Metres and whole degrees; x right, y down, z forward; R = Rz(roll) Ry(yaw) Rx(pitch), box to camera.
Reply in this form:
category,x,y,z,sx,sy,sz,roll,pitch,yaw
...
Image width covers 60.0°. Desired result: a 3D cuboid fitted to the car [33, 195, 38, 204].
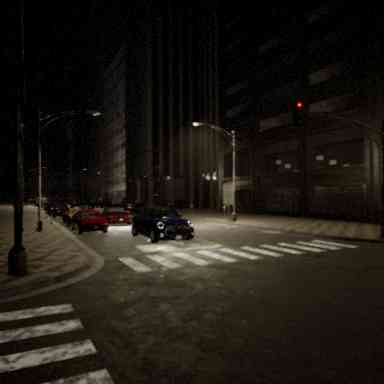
category,x,y,z,sx,sy,sz,roll,pitch,yaw
car,-32.350,2.074,71.385,2.192,1.841,5.009,1,-1,-27

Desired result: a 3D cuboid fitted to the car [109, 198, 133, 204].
category,x,y,z,sx,sy,sz,roll,pitch,yaw
car,-9.321,1.803,45.280,2.192,1.841,5.009,0,-1,-27

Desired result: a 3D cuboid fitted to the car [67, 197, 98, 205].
category,x,y,z,sx,sy,sz,roll,pitch,yaw
car,-13.422,1.690,40.640,2.150,2.045,5.566,0,1,-28

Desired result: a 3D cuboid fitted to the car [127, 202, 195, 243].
category,x,y,z,sx,sy,sz,roll,pitch,yaw
car,-1.636,1.595,17.732,2.097,1.767,4.553,0,-1,-27

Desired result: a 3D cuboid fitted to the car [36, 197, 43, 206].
category,x,y,z,sx,sy,sz,roll,pitch,yaw
car,-27.201,2.117,61.382,1.967,1.590,4.097,1,-1,-27

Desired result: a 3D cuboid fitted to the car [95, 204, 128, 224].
category,x,y,z,sx,sy,sz,roll,pitch,yaw
car,-6.177,1.901,26.558,1.994,1.385,4.181,0,0,-27

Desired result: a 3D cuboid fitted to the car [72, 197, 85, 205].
category,x,y,z,sx,sy,sz,roll,pitch,yaw
car,-27.342,2.101,80.284,2.192,1.841,5.009,1,-1,-27

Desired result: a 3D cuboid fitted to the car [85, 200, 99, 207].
category,x,y,z,sx,sy,sz,roll,pitch,yaw
car,-19.620,2.245,65.280,1.802,1.307,4.206,1,-1,-27

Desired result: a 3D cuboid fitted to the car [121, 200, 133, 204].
category,x,y,z,sx,sy,sz,roll,pitch,yaw
car,-6.748,2.005,40.277,1.947,1.339,4.313,0,-1,-27

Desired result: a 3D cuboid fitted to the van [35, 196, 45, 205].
category,x,y,z,sx,sy,sz,roll,pitch,yaw
van,-29.775,2.059,66.384,1.690,1.788,3.998,1,-1,-27

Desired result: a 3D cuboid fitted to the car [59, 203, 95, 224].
category,x,y,z,sx,sy,sz,roll,pitch,yaw
car,-9.101,1.877,26.223,1.752,1.417,4.829,0,-1,-27

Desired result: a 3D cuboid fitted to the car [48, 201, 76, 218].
category,x,y,z,sx,sy,sz,roll,pitch,yaw
car,-14.328,1.998,36.376,1.887,1.381,4.507,0,-1,-27

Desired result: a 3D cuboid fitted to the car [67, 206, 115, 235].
category,x,y,z,sx,sy,sz,roll,pitch,yaw
car,-6.604,1.845,21.373,1.887,1.381,4.507,0,-1,-27

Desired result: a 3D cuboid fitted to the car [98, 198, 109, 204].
category,x,y,z,sx,sy,sz,roll,pitch,yaw
car,-14.470,1.893,55.281,2.192,1.841,5.009,1,-1,-27

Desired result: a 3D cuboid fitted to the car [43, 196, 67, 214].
category,x,y,z,sx,sy,sz,roll,pitch,yaw
car,-16.902,1.817,41.379,2.192,1.841,5.009,0,-1,-27
